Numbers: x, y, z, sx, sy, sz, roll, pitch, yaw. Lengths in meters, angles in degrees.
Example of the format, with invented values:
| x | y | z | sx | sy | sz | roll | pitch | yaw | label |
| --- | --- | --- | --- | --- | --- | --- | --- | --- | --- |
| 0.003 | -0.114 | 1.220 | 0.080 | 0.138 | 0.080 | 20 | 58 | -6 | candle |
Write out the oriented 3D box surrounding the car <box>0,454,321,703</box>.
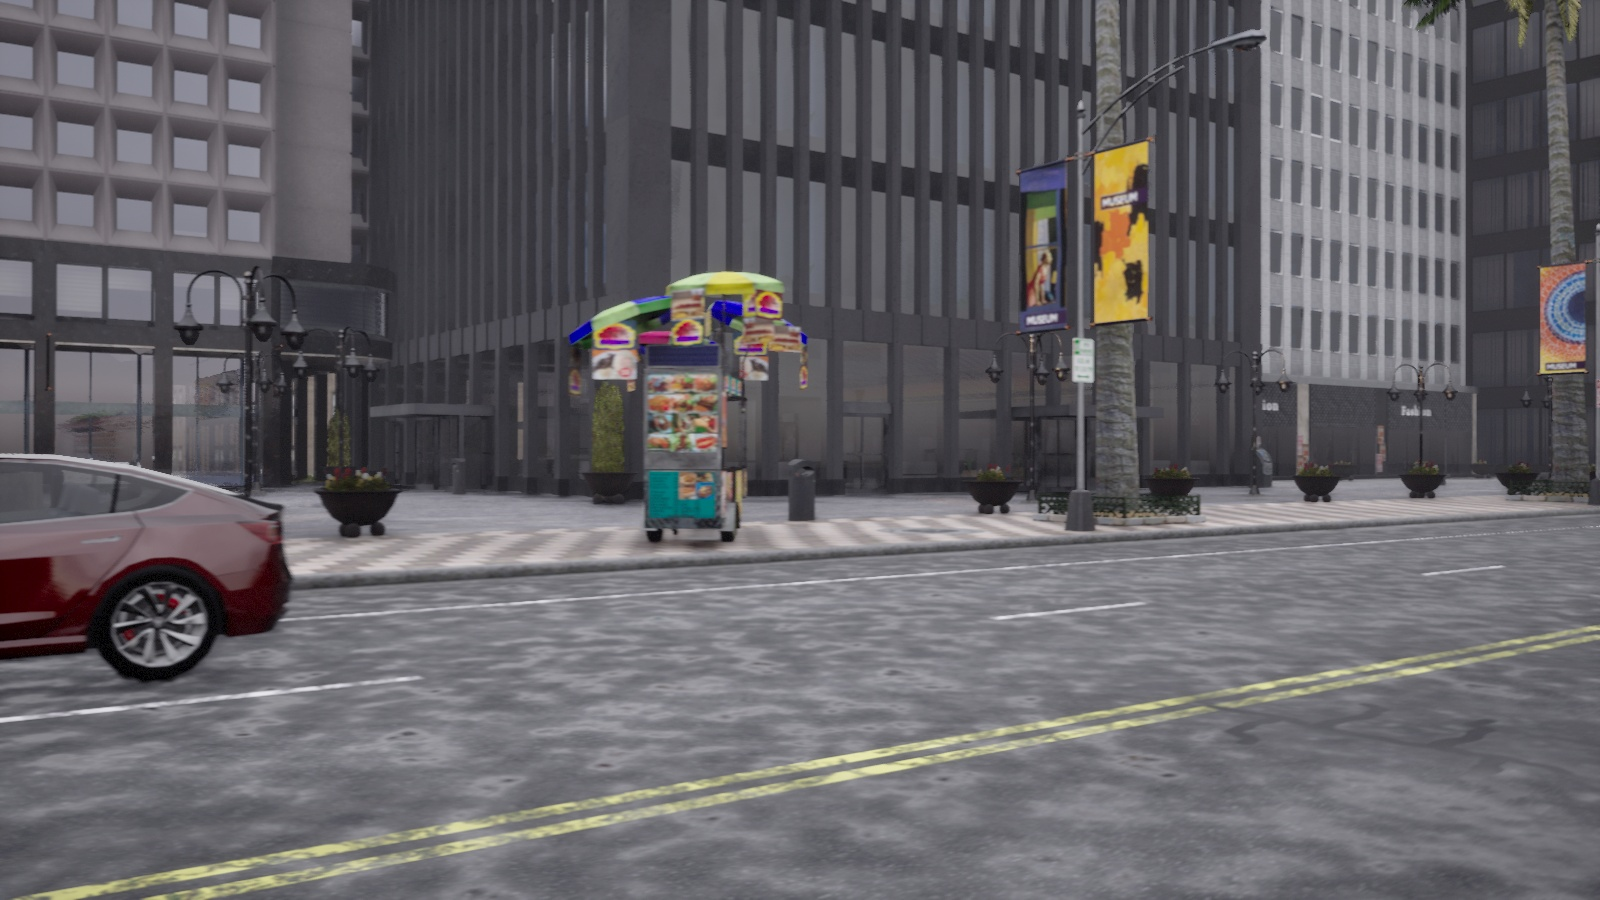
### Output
| x | y | z | sx | sy | sz | roll | pitch | yaw | label |
| --- | --- | --- | --- | --- | --- | --- | --- | --- | --- |
| -5.861 | 0.778 | 8.109 | 4.792 | 1.488 | 2.163 | 0 | 0 | -35 | car |
